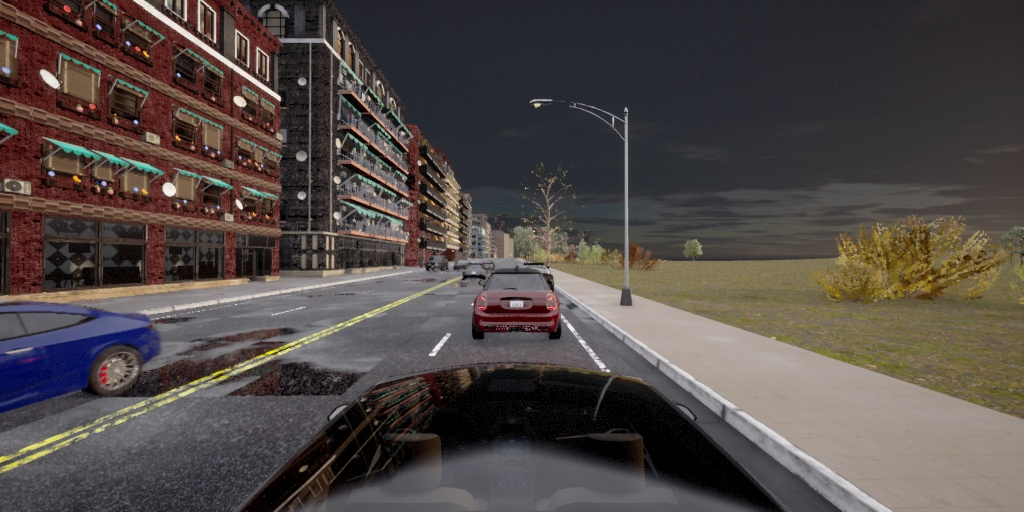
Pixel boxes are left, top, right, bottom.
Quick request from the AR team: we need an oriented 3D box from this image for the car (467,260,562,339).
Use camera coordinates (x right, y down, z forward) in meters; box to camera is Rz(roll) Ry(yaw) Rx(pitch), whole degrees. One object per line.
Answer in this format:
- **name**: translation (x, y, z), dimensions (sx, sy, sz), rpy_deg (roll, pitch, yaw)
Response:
- **car**: translation (0.113, 1.103, 10.194), dimensions (2.097, 1.767, 4.553), rpy_deg (0, 0, 0)

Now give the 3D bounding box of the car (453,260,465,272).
- **car**: translation (-6.502, 1.228, 47.033), dimensions (1.882, 1.535, 5.008), rpy_deg (0, 0, 0)

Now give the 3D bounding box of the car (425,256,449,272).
- **car**: translation (-9.754, 0.972, 46.982), dimensions (2.150, 2.045, 5.566), rpy_deg (0, 0, 0)

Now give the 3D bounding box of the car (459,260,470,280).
- **car**: translation (-3.088, 1.316, 31.002), dimensions (1.994, 1.385, 4.181), rpy_deg (0, 0, 0)

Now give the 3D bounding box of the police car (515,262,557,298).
- **police car**: translation (1.174, 1.177, 19.689), dimensions (1.930, 1.638, 5.238), rpy_deg (0, 0, 0)

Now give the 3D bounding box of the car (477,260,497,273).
- **car**: translation (-3.057, 1.243, 45.203), dimensions (2.128, 1.511, 4.902), rpy_deg (0, 0, 0)

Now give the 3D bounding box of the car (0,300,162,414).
- **car**: translation (-6.595, 1.276, 3.903), dimensions (1.812, 1.442, 4.674), rpy_deg (0, 0, 0)
